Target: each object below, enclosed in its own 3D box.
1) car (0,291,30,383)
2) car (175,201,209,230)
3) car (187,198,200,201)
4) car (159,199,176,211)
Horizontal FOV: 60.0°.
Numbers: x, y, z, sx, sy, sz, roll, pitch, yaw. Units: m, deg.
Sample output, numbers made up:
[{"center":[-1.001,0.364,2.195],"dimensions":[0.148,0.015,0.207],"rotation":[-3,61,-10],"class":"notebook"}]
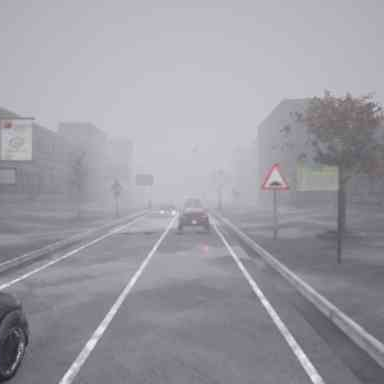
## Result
[{"center":[-3.098,1.571,2.618],"dimensions":[1.994,1.385,4.181],"rotation":[0,0,0],"class":"car"},{"center":[0.100,1.548,21.197],"dimensions":[1.812,1.442,4.674],"rotation":[-1,0,0],"class":"car"},{"center":[0.120,1.458,38.934],"dimensions":[2.097,1.767,4.553],"rotation":[0,-1,0],"class":"car"},{"center":[-3.062,1.704,43.708],"dimensions":[1.812,1.442,4.674],"rotation":[0,-1,0],"class":"car"}]
